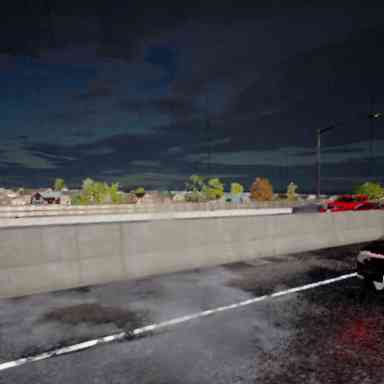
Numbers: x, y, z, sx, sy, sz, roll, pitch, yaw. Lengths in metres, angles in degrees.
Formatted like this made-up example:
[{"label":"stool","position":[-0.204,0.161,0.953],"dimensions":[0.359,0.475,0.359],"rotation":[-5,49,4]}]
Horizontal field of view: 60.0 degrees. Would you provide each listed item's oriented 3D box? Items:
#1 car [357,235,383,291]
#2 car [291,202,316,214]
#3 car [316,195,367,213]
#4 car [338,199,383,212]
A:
[{"label":"car","position":[5.850,1.521,7.873],"dimensions":[4.902,1.511,2.128],"rotation":[0,0,-35]},{"label":"car","position":[12.300,1.720,33.919],"dimensions":[4.718,1.301,1.895],"rotation":[0,0,-34]},{"label":"car","position":[14.504,1.343,31.184],"dimensions":[5.566,2.045,2.150],"rotation":[0,0,-35]},{"label":"car","position":[14.238,1.586,26.754],"dimensions":[5.008,1.535,1.882],"rotation":[0,0,-35]}]
